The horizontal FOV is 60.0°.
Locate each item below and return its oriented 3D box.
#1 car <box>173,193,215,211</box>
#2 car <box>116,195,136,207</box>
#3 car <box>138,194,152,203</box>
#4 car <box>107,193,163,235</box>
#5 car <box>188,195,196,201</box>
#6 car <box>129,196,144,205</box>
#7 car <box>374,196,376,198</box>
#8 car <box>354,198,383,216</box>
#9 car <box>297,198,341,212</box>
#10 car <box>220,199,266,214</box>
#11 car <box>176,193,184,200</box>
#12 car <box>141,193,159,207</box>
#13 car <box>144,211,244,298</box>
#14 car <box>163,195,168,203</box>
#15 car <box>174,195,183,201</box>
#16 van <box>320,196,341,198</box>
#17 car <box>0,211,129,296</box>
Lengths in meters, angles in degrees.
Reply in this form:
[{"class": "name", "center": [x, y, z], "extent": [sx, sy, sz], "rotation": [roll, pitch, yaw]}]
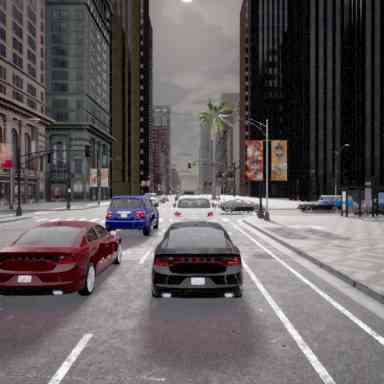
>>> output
[{"class": "car", "center": [0.101, 1.221, 18.511], "extent": [2.150, 2.045, 5.566], "rotation": [0, 0, 0]}, {"class": "car", "center": [-9.876, 1.354, 50.320], "extent": [2.097, 1.767, 4.553], "rotation": [0, 0, 1]}, {"class": "car", "center": [-9.753, 1.359, 69.227], "extent": [2.097, 1.767, 4.553], "rotation": [0, 0, 0]}, {"class": "car", "center": [-3.180, 1.221, 18.570], "extent": [2.150, 2.045, 5.566], "rotation": [0, 0, 2]}, {"class": "car", "center": [-0.004, 1.505, 83.177], "extent": [1.837, 1.490, 4.892], "rotation": [0, 0, 0]}, {"class": "car", "center": [-9.833, 1.528, 59.014], "extent": [1.812, 1.442, 4.674], "rotation": [0, 0, 0]}, {"class": "car", "center": [24.001, 1.198, 37.067], "extent": [5.566, 2.045, 2.150], "rotation": [0, 0, 0]}, {"class": "car", "center": [17.069, 1.549, 31.206], "extent": [4.403, 1.369, 2.008], "rotation": [0, 0, 0]}, {"class": "car", "center": [14.243, 1.584, 37.068], "extent": [4.718, 1.301, 1.895], "rotation": [0, 0, 0]}, {"class": "car", "center": [5.334, 1.490, 34.284], "extent": [4.902, 1.511, 2.128], "rotation": [0, 1, 10]}, {"class": "car", "center": [-3.254, 1.194, 91.973], "extent": [2.097, 1.767, 4.553], "rotation": [0, 0, 0]}, {"class": "car", "center": [-6.594, 1.224, 52.523], "extent": [2.150, 2.045, 5.566], "rotation": [0, 0, 0]}, {"class": "car", "center": [0.098, 1.477, 8.551], "extent": [1.882, 1.535, 5.008], "rotation": [0, 0, 0]}, {"class": "car", "center": [-6.526, 1.496, 67.000], "extent": [2.128, 1.511, 4.902], "rotation": [0, 0, 0]}, {"class": "car", "center": [-3.254, 1.497, 81.583], "extent": [1.837, 1.490, 4.892], "rotation": [0, 0, 0]}, {"class": "van", "center": [17.064, 1.315, 39.730], "extent": [3.998, 1.788, 1.690], "rotation": [0, 0, 0]}, {"class": "car", "center": [-3.150, 1.477, 8.706], "extent": [1.882, 1.535, 5.008], "rotation": [0, 0, 0]}]
